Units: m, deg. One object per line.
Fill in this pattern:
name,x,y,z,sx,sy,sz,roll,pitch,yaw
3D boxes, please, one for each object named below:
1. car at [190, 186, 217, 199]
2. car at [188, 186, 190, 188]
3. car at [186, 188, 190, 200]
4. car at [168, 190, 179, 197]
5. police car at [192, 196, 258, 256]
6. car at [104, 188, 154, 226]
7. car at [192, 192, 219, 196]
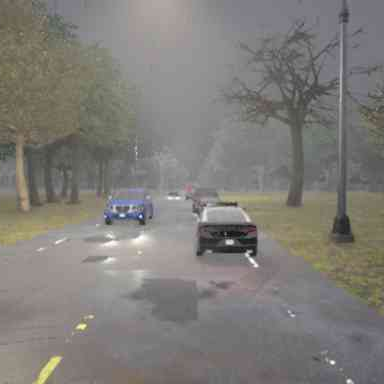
car,1.097,0.600,27.894,2.150,2.045,5.566,0,1,0
car,0.108,-0.165,63.419,2.150,2.045,5.566,0,1,0
car,0.097,0.490,48.669,1.994,1.385,4.181,0,1,0
car,-3.423,0.235,62.573,1.895,1.301,4.718,0,1,1
police car,1.069,1.154,11.980,1.930,1.638,5.238,0,1,0
car,-3.566,0.777,19.761,2.150,2.045,5.566,0,1,0
car,1.086,1.014,21.872,1.837,1.490,4.892,0,1,0
